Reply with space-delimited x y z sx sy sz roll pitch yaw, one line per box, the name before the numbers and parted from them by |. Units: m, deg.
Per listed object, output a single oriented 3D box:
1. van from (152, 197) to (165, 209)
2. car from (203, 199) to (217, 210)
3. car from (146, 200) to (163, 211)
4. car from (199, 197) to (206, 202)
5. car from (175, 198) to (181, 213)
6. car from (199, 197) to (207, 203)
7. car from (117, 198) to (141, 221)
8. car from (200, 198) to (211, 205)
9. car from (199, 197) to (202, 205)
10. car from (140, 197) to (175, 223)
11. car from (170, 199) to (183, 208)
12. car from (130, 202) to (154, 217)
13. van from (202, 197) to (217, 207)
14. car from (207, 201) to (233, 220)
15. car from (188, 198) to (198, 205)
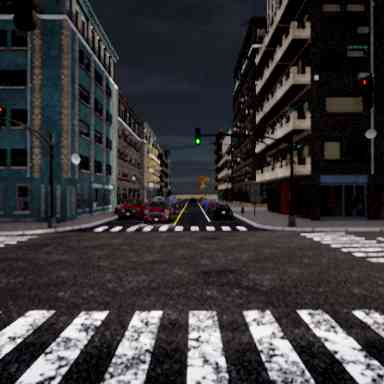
van | -5.181 1.675 51.958 1.690 1.788 3.998 0 0 0
car | 2.670 1.848 40.833 1.802 1.307 4.206 0 0 0
car | -5.195 1.845 46.405 1.887 1.381 4.507 0 0 0
car | 2.799 2.109 90.801 1.887 1.381 4.507 0 0 0
car | -2.754 1.737 37.567 2.128 1.511 4.902 0 0 0
car | 2.784 2.078 85.249 1.887 1.381 4.507 0 0 0
car | -5.238 1.511 29.751 2.192 1.841 5.009 0 0 0
car | 2.742 1.986 68.593 2.008 1.369 4.403 0 0 0
car | 2.713 1.808 57.490 1.967 1.590 4.097 0 0 0
car | -2.748 1.535 27.728 2.097 1.767 4.553 0 0 0
car | -2.663 1.970 57.608 1.895 1.301 4.718 0 0 1
car | -5.224 1.776 35.301 1.887 1.381 4.507 0 0 0
van | 2.685 1.641 46.387 1.690 1.788 3.998 0 0 0
car | 2.642 1.762 29.730 1.947 1.339 4.313 0 0 0
car | 0.235 1.946 69.899 1.837 1.490 4.892 0 0 0
